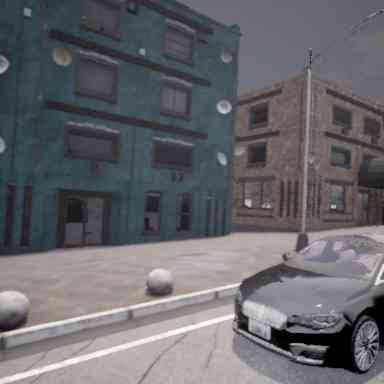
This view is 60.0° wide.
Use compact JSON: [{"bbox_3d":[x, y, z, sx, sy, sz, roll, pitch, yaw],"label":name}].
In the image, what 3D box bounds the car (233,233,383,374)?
[{"bbox_3d":[2.866,1.523,5.729,4.902,1.511,2.128,0,0,-35],"label":"car"}]
